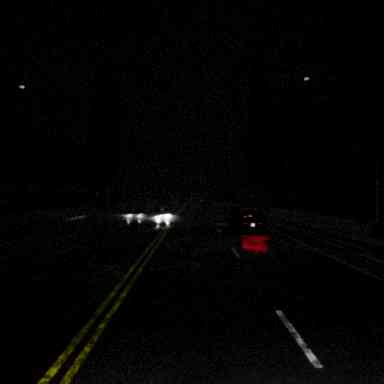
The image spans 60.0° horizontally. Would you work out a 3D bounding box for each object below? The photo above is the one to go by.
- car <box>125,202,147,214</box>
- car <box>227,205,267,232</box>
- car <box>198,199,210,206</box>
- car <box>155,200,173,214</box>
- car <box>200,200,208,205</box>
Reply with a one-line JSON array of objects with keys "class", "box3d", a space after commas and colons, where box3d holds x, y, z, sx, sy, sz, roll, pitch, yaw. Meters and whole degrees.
[{"class": "car", "box3d": [-6.578, 1.834, 39.419, 1.994, 1.385, 4.181, 0, -1, 0]}, {"class": "car", "box3d": [3.357, 1.570, 20.737, 1.837, 1.490, 4.892, 0, 0, 0]}, {"class": "car", "box3d": [3.273, 2.507, 78.590, 2.163, 1.488, 4.792, 0, -1, 0]}, {"class": "car", "box3d": [-3.330, 1.765, 39.674, 2.128, 1.511, 4.902, 0, -1, 0]}, {"class": "car", "box3d": [3.276, 2.848, 89.561, 1.994, 1.385, 4.181, 0, -1, 0]}]
